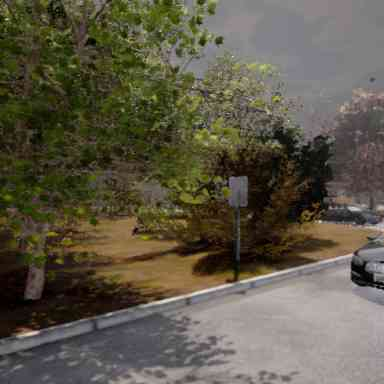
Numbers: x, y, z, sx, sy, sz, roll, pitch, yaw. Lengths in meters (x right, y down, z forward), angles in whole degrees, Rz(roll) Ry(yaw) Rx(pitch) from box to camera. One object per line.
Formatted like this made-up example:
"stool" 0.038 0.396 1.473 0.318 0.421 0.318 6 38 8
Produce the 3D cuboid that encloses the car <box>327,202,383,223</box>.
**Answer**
"car" 11.684 1.689 24.999 1.812 1.442 4.674 1 -1 -30

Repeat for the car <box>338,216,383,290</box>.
"car" 5.811 1.513 8.405 4.902 1.511 2.128 0 -1 -40
